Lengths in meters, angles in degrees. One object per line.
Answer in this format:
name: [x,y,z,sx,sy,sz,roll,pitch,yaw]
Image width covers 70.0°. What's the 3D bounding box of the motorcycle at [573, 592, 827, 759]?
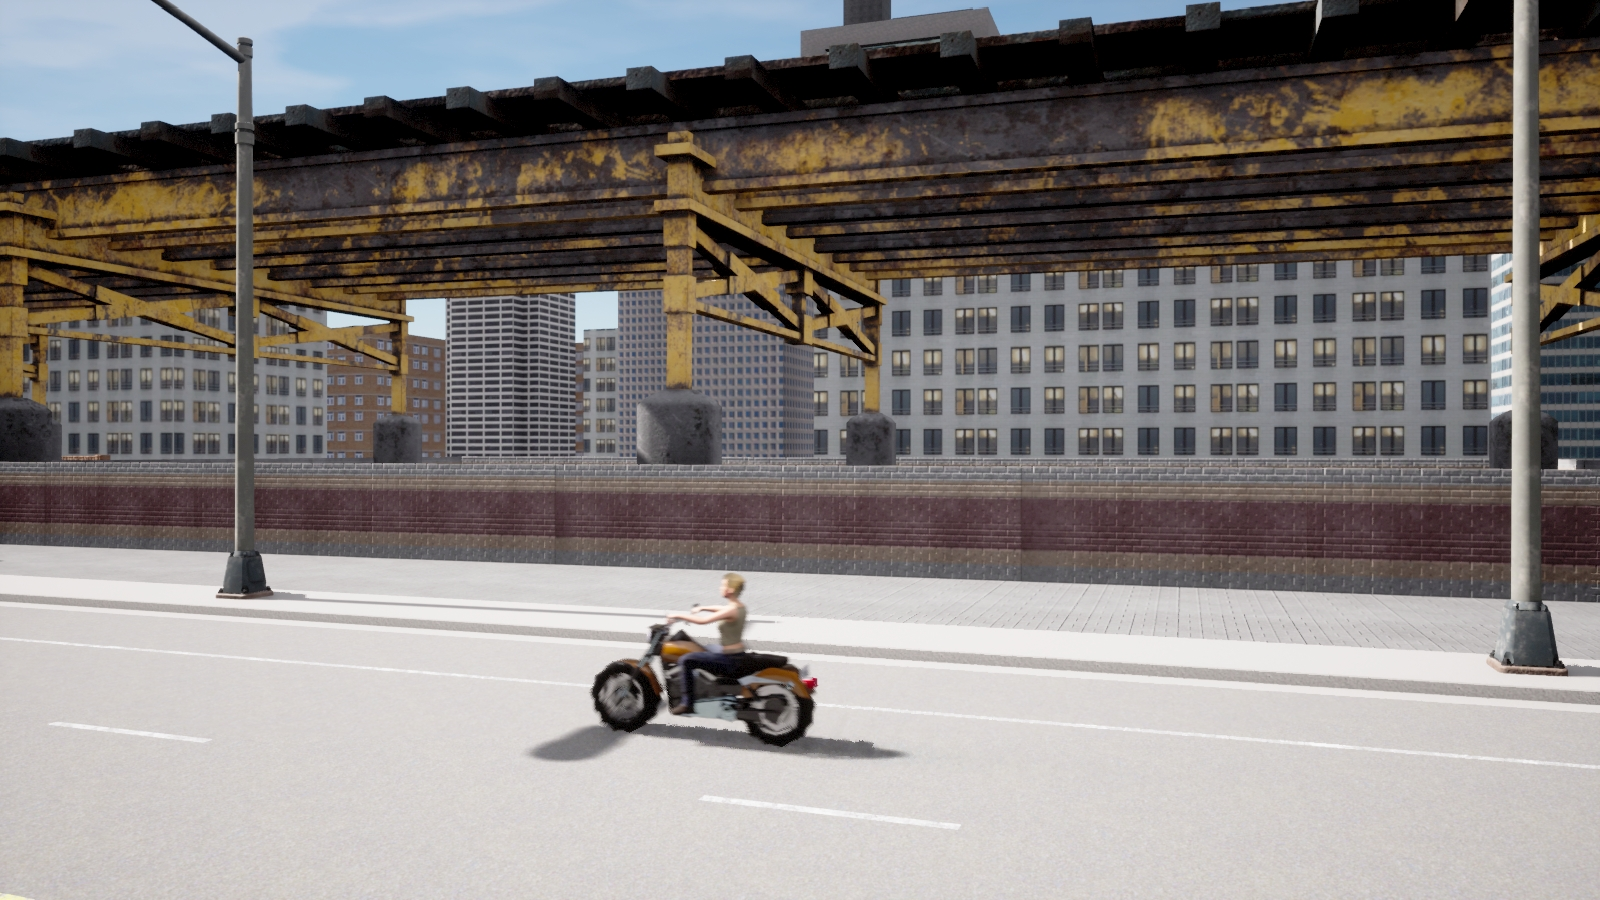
motorcycle: [-0.975,2.142,11.116,2.356,1.332,0.764,0,0,20]
